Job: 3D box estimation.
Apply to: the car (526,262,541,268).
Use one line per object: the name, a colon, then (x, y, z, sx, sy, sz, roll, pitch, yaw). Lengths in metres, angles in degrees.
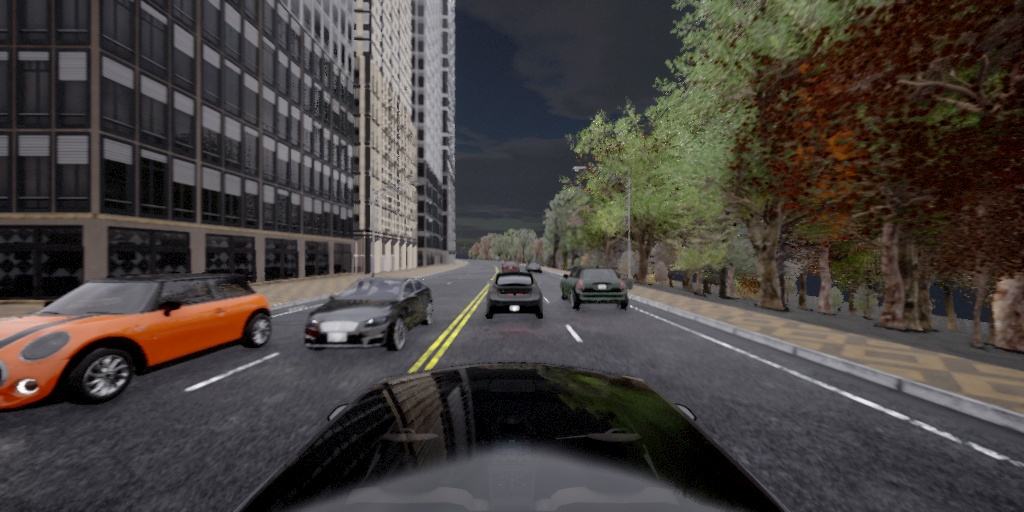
car: (2.855, 1.561, 49.129, 1.994, 1.385, 4.181, 0, 0, -2)

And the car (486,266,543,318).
car: (0.089, 1.321, 13.286, 1.837, 1.490, 4.892, 0, 0, 0)

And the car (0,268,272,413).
car: (-6.579, 1.128, 6.339, 2.097, 1.767, 4.553, 0, 0, 0)

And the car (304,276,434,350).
car: (-3.318, 1.284, 9.243, 2.128, 1.511, 4.902, 0, 0, 0)

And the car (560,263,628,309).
car: (3.341, 1.177, 15.412, 2.097, 1.767, 4.553, 0, 0, 0)

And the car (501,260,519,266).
car: (-0.222, 1.318, 42.857, 2.097, 1.767, 4.553, 0, 0, -1)
